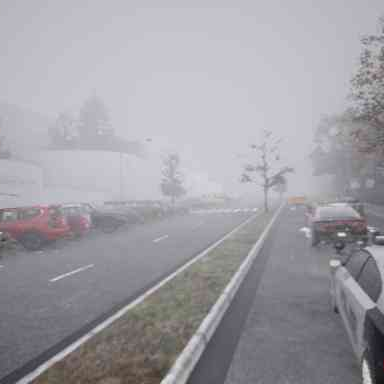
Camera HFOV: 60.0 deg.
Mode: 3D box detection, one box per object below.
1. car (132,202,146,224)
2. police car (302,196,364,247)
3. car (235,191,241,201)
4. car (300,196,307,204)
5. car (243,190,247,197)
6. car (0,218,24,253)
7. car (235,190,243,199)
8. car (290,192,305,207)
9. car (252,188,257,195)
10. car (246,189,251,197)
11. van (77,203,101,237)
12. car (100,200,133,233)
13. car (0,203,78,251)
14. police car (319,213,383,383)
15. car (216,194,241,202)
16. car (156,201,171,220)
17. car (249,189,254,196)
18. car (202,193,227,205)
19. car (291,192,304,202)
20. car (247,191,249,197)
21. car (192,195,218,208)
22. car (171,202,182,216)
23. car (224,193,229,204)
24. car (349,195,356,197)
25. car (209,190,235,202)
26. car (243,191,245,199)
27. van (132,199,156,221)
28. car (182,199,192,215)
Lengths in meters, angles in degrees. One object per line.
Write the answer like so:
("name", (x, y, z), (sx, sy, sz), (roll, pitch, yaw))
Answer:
("car", (-6.236, 1.925, 24.732), (4.892, 1.521, 2.231), (-4, 0, -3))
("police car", (5.852, 1.209, 13.849), (1.930, 1.638, 5.238), (-3, 0, 17))
("car", (6.162, 1.332, 64.900), (5.366, 1.575, 1.946), (-4, 0, -3))
("car", (7.567, 1.189, 19.485), (1.882, 1.535, 5.008), (-3, 0, 17))
("car", (9.430, 0.947, 76.380), (4.553, 1.767, 2.185), (-4, 0, -3))
("car", (-9.712, 2.107, 13.314), (4.674, 1.452, 2.002), (-4, 0, -3))
("car", (6.808, 1.037, 67.757), (5.566, 2.045, 2.435), (-4, 0, -3))
("car", (13.318, 0.951, 41.424), (1.882, 1.535, 5.008), (-3, -1, 17))
("car", (13.839, 0.400, 90.740), (5.566, 2.045, 2.435), (-4, 0, -3))
("car", (11.221, 0.906, 82.120), (5.008, 1.535, 2.097), (-4, 1, -3))
("van", (-7.877, 1.766, 19.039), (4.442, 1.987, 1.878), (-4, -1, -3))
("car", (-7.099, 1.709, 21.888), (5.566, 2.045, 2.435), (-4, -1, -3))
("car", (-8.893, 1.787, 16.167), (5.566, 2.045, 2.435), (-4, 0, -3))
("police car", (2.946, 1.312, 4.283), (1.930, 1.638, 5.238), (-3, 0, 17))
("car", (7.698, 1.249, 70.627), (4.792, 1.488, 2.163), (-4, 0, -3))
("car", (-4.482, 1.722, 30.441), (4.553, 1.767, 2.185), (-4, 0, -3))
("car", (12.987, 0.763, 87.869), (4.792, 1.488, 2.163), (-4, 0, -3))
("car", (2.299, 1.555, 53.381), (5.366, 1.575, 1.946), (-4, 0, -3))
("car", (17.047, 0.779, 53.789), (1.882, 1.535, 5.008), (-3, 0, 17))
("car", (10.342, 1.030, 79.253), (4.674, 1.452, 2.002), (-4, 0, -3))
("car", (0.764, 1.652, 47.656), (4.792, 1.488, 2.163), (-4, -1, -3))
("car", (-3.630, 1.852, 33.290), (4.674, 1.452, 2.002), (-4, 0, -3))
("car", (3.355, 1.543, 56.271), (4.674, 1.452, 2.002), (-4, -1, -3))
("car", (11.539, 1.013, 25.002), (2.128, 1.511, 4.902), (-3, 0, 17))
("car", (4.245, 1.206, 59.152), (5.566, 2.045, 2.435), (-4, -1, -3))
("car", (8.600, 1.190, 73.514), (4.674, 1.452, 2.002), (-4, 0, -3))
("van", (-5.504, 1.669, 27.578), (4.442, 1.987, 1.878), (-4, 0, -3))
("car", (-2.732, 1.803, 36.172), (4.792, 1.488, 2.163), (-4, -1, -3))
